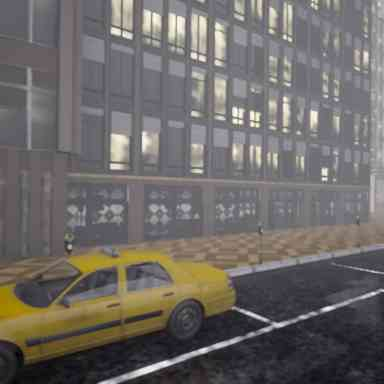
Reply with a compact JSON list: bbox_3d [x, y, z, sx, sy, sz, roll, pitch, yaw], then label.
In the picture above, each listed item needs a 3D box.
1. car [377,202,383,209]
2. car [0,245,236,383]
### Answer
[{"bbox_3d":[31.629,2.231,60.790,2.192,1.841,5.009,0,-1,-36],"label":"car"},{"bbox_3d":[-1.503,1.540,5.025,4.829,1.417,1.752,1,0,-36],"label":"car"}]
